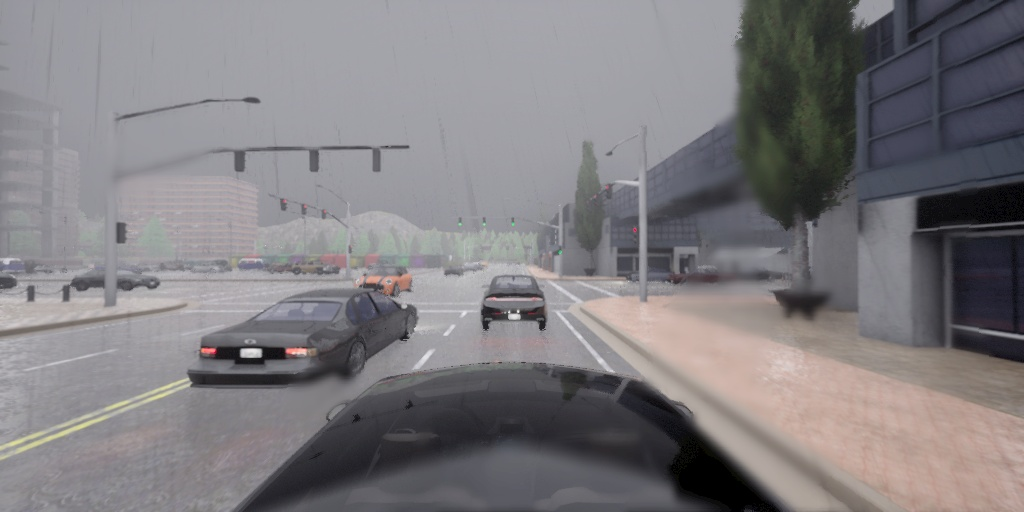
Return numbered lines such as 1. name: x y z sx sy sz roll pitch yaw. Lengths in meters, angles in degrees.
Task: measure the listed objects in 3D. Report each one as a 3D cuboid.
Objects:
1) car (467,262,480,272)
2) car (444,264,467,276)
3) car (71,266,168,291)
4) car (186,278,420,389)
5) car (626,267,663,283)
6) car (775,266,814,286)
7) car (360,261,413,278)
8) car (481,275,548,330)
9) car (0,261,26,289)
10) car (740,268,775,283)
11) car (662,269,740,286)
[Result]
1. car: -6.916 1.970 59.594 1.812 1.442 4.674 0 0 1
2. car: -7.255 1.871 45.135 1.895 1.301 4.718 0 -1 1
3. car: -26.043 1.539 23.629 4.674 1.442 1.812 0 -1 0
4. car: -3.437 1.364 7.270 2.033 1.411 5.357 0 -1 1
5. car: 12.258 1.672 31.627 4.181 1.385 1.994 0 -1 0
6. car: 24.079 1.557 28.089 4.902 1.511 2.128 0 -1 0
7. car: -7.093 1.323 20.201 2.097 1.767 4.553 0 -1 -1
8. car: 0.052 1.360 11.589 2.128 1.511 4.902 0 -1 0
9. car: -35.865 1.365 23.599 4.553 1.767 2.097 0 -1 0
10. car: 21.019 1.708 31.599 4.718 1.301 1.895 0 -1 0
11. car: 14.749 1.667 28.120 4.718 1.301 1.895 0 -1 0
